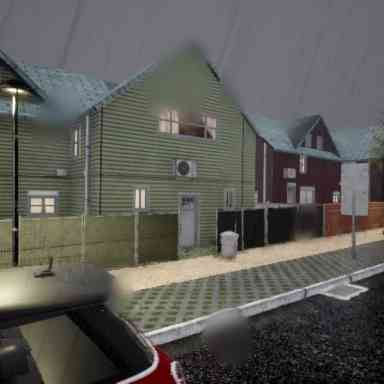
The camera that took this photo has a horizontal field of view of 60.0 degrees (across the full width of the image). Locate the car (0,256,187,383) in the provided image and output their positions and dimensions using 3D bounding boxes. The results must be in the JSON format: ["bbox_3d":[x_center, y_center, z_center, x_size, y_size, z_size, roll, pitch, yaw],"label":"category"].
[{"bbox_3d":[-2.180,1.352,1.589,4.553,1.767,2.097,0,0,-36],"label":"car"}]
